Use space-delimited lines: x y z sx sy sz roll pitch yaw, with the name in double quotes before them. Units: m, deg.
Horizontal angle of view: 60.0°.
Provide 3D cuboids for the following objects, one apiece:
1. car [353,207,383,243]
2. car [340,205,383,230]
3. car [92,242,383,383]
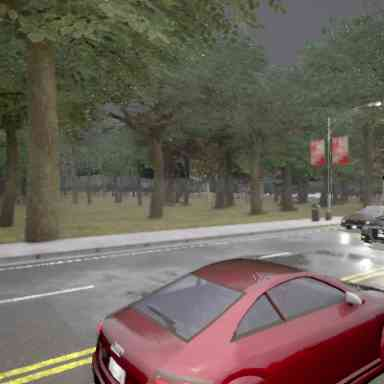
"car" 8.994 1.511 14.092 4.181 1.385 1.994 0 0 -35
"car" 10.887 1.482 19.437 5.357 1.411 2.033 0 0 -35
"car" 0.964 1.552 4.127 4.181 1.385 1.994 0 0 -36
